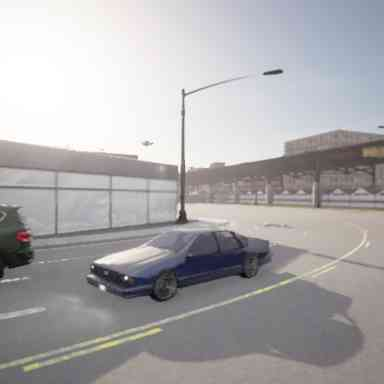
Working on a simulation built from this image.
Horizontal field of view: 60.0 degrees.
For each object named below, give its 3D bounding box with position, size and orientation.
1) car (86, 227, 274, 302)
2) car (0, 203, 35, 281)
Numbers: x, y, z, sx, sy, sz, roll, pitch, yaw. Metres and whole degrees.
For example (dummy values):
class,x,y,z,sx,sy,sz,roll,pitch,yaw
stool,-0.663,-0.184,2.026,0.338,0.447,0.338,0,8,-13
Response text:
class,x,y,z,sx,sy,sz,roll,pitch,yaw
car,0.054,1.669,8.848,5.357,1.411,2.033,1,-1,-43
car,-6.750,1.291,7.796,5.566,2.045,2.150,1,-1,-36
